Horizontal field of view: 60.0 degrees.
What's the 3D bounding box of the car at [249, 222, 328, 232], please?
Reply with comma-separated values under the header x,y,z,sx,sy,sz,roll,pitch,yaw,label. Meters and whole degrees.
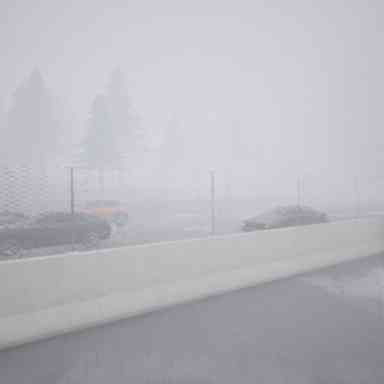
x,y,z,sx,sy,sz,roll,pitch,yaw,label
4.802,1.381,16.710,5.357,1.411,2.033,-1,0,-40,car
